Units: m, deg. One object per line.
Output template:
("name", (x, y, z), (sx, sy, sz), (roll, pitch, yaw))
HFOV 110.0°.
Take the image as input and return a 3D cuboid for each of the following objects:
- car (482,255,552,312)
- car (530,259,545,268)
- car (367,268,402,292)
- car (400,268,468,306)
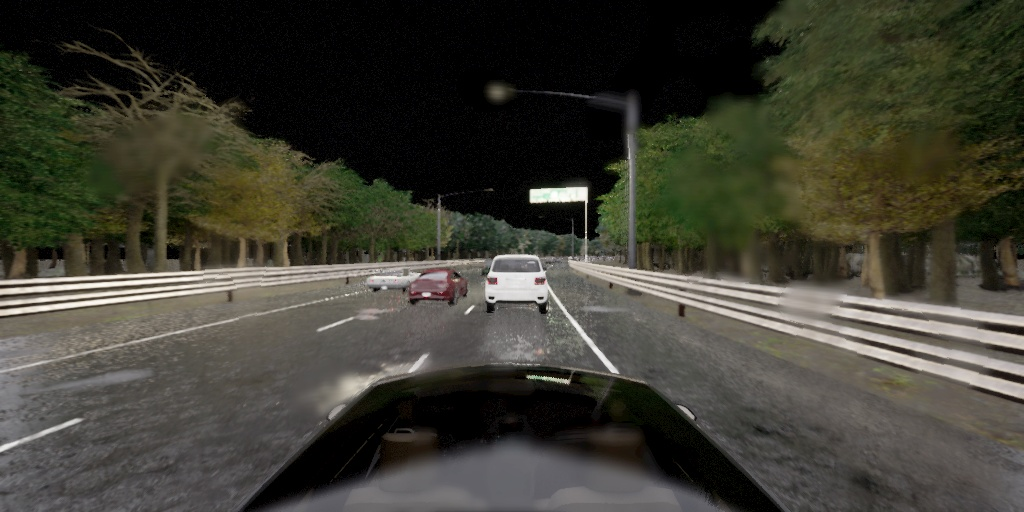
("car", (0.227, 0.978, 14.324), (2.150, 2.045, 5.566), (0, 0, 2))
("car", (4.394, 1.312, 60.829), (2.033, 1.411, 5.357), (0, 0, 8))
("car", (-6.442, 1.340, 20.644), (1.895, 1.301, 4.718), (0, 0, 3))
("car", (-3.116, 1.276, 15.757), (1.812, 1.442, 4.674), (0, 0, 2))
